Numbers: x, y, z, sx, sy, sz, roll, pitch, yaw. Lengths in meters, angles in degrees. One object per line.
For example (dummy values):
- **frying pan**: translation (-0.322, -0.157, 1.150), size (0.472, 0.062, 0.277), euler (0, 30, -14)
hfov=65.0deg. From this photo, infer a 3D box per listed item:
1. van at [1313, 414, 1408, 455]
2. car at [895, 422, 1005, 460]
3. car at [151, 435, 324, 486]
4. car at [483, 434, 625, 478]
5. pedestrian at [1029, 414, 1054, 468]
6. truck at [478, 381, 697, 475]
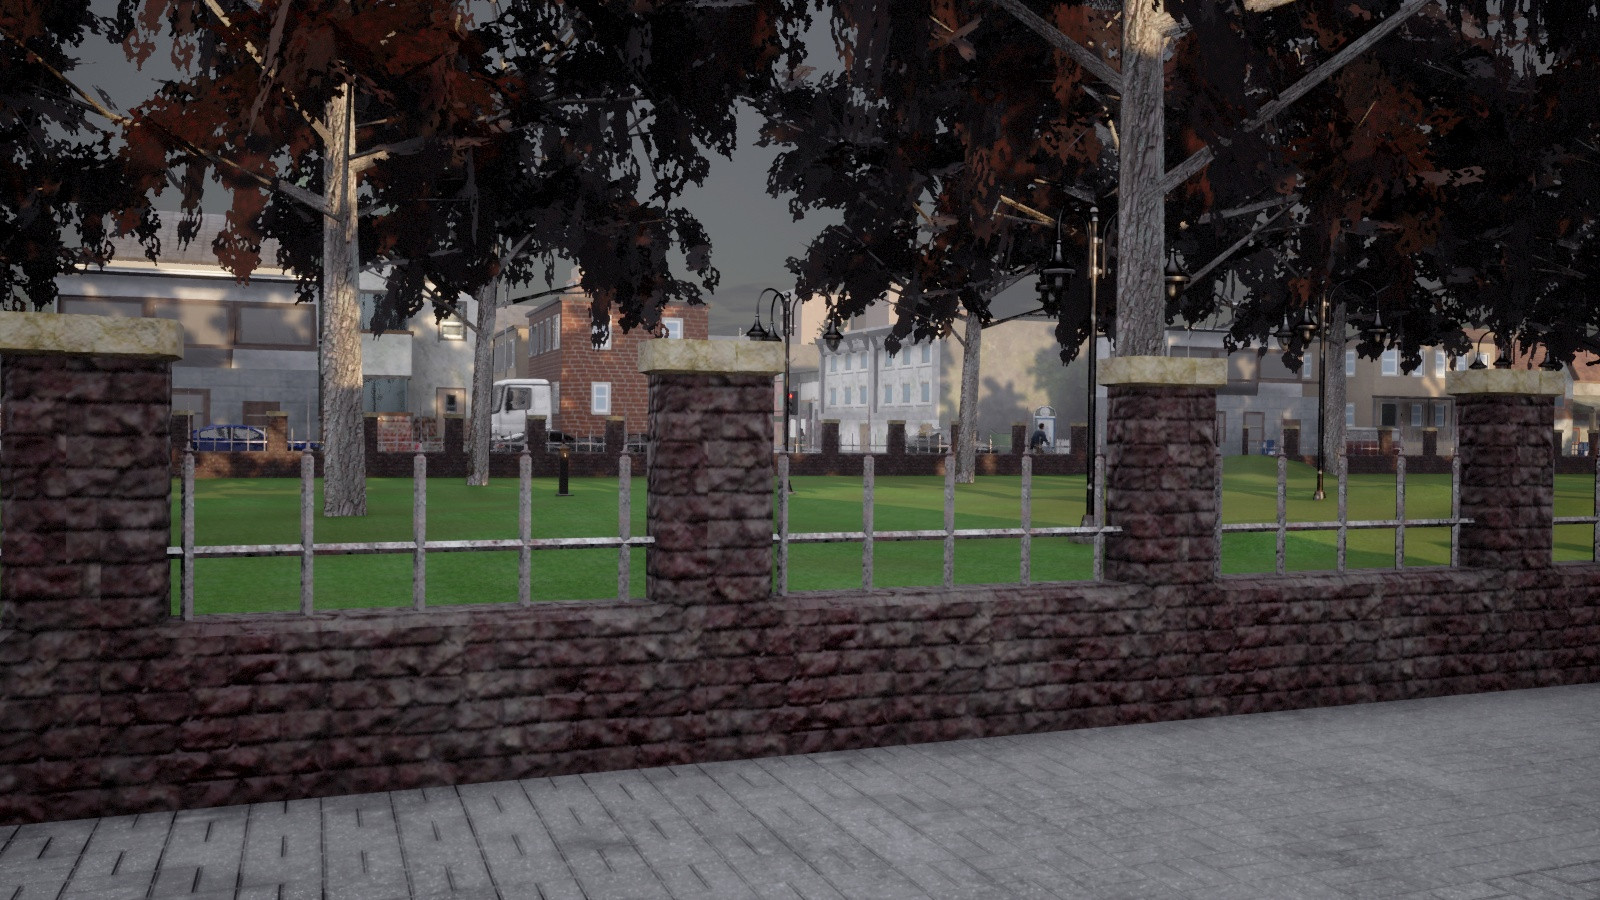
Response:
- **van**: translation (28.271, -0.785, 63.343), size (4.442, 1.987, 1.775), euler (-1, 1, -21)
- **car**: translation (6.733, -0.423, 56.976), size (2.152, 1.651, 5.027), euler (-1, 1, -34)
- **car**: translation (-18.238, 0.307, 40.900), size (5.008, 1.535, 1.882), euler (-1, 1, -24)
- **car**: translation (-8.734, 0.192, 44.624), size (4.674, 1.442, 1.812), euler (-1, 1, -24)
- **pedestrian**: translation (8.786, -0.331, 45.741), size (0.788, 1.949, 0.423), euler (-1, 1, -21)
- **truck**: translation (-8.289, -0.896, 49.137), size (7.936, 3.462, 2.891), euler (-1, 1, -22)
